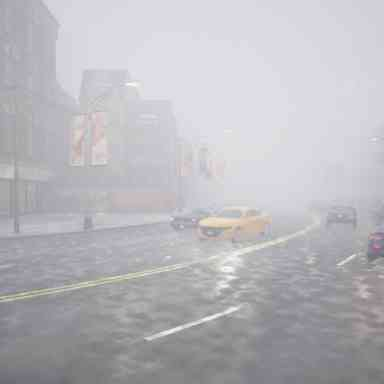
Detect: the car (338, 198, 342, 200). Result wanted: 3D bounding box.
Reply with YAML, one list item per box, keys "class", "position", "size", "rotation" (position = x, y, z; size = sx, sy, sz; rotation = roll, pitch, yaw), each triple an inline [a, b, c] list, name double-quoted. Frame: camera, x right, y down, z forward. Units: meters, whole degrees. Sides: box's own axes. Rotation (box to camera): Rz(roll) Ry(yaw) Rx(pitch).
- class: "car"
  position: [18.280, 1.453, 43.340]
  size: [1.882, 1.535, 5.008]
  rotation: [0, 0, 3]

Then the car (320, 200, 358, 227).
- class: "car"
  position: [10.248, 1.535, 22.797]
  size: [2.033, 1.411, 5.357]
  rotation: [0, 0, 25]

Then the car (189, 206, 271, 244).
- class: "car"
  position: [2.198, 1.466, 16.242]
  size: [1.882, 1.535, 5.008]
  rotation: [0, 0, 35]

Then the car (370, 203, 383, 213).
- class: "car"
  position: [15.192, 1.552, 25.913]
  size: [1.994, 1.385, 4.181]
  rotation: [0, 0, 20]

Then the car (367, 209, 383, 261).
- class: "car"
  position: [7.284, 1.521, 11.338]
  size: [1.812, 1.442, 4.674]
  rotation: [0, 0, 38]

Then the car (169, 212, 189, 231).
- class: "car"
  position: [0.632, 1.585, 20.068]
  size: [1.895, 1.301, 4.718]
  rotation: [0, 0, 32]

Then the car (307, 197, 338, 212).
- class: "car"
  position: [14.409, 1.525, 37.671]
  size: [2.033, 1.411, 5.357]
  rotation: [0, 0, 8]
